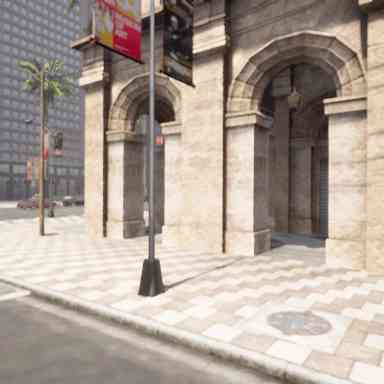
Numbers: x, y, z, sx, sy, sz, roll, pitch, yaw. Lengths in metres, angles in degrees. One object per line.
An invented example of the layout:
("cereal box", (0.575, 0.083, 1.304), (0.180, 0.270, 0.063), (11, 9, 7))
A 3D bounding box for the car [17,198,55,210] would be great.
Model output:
("car", (-18.847, 1.370, 40.279), (1.994, 1.385, 4.181), (0, 0, 36))

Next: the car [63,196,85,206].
("car", (-16.560, 1.304, 48.768), (2.161, 1.482, 4.786), (0, 0, 35))
